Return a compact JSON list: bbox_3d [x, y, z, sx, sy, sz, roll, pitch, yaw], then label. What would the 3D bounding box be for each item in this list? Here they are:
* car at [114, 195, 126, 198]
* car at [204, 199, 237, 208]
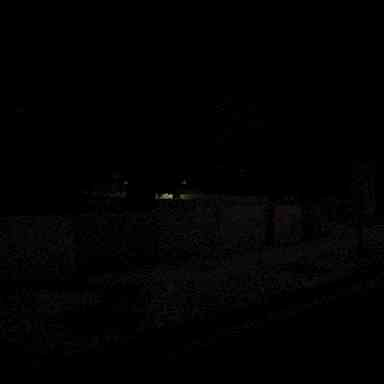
[{"bbox_3d":[-11.186,1.162,53.214,1.882,1.535,5.008,0,0,-39],"label":"car"},{"bbox_3d":[2.513,1.440,36.501,2.033,1.411,5.357,0,0,-40],"label":"car"}]
